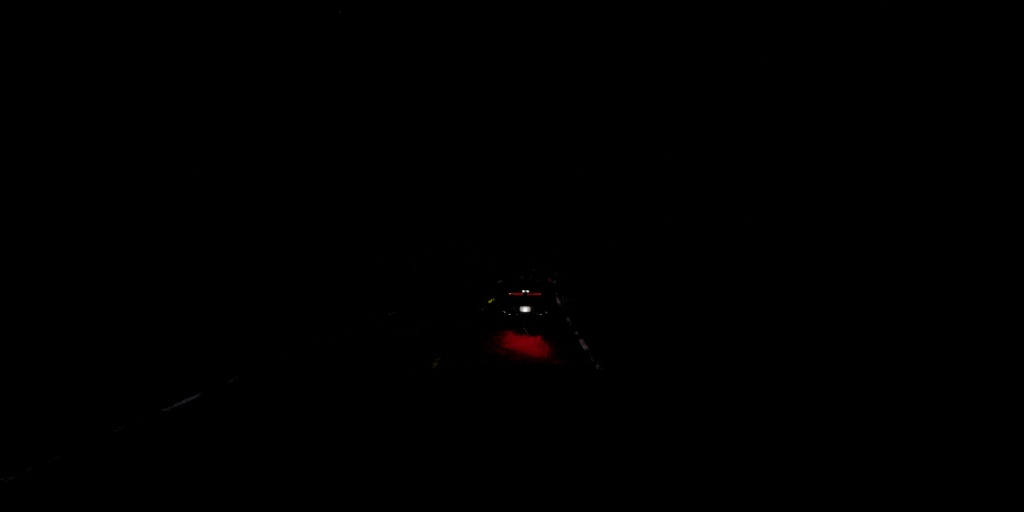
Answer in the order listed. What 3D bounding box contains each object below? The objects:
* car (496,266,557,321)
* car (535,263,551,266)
[{"bbox_3d":[0.513,1.255,12.553,1.837,1.490,4.892,0,0,3],"label":"car"},{"bbox_3d":[3.048,1.340,34.882,1.895,1.301,4.718,0,0,10],"label":"car"}]
